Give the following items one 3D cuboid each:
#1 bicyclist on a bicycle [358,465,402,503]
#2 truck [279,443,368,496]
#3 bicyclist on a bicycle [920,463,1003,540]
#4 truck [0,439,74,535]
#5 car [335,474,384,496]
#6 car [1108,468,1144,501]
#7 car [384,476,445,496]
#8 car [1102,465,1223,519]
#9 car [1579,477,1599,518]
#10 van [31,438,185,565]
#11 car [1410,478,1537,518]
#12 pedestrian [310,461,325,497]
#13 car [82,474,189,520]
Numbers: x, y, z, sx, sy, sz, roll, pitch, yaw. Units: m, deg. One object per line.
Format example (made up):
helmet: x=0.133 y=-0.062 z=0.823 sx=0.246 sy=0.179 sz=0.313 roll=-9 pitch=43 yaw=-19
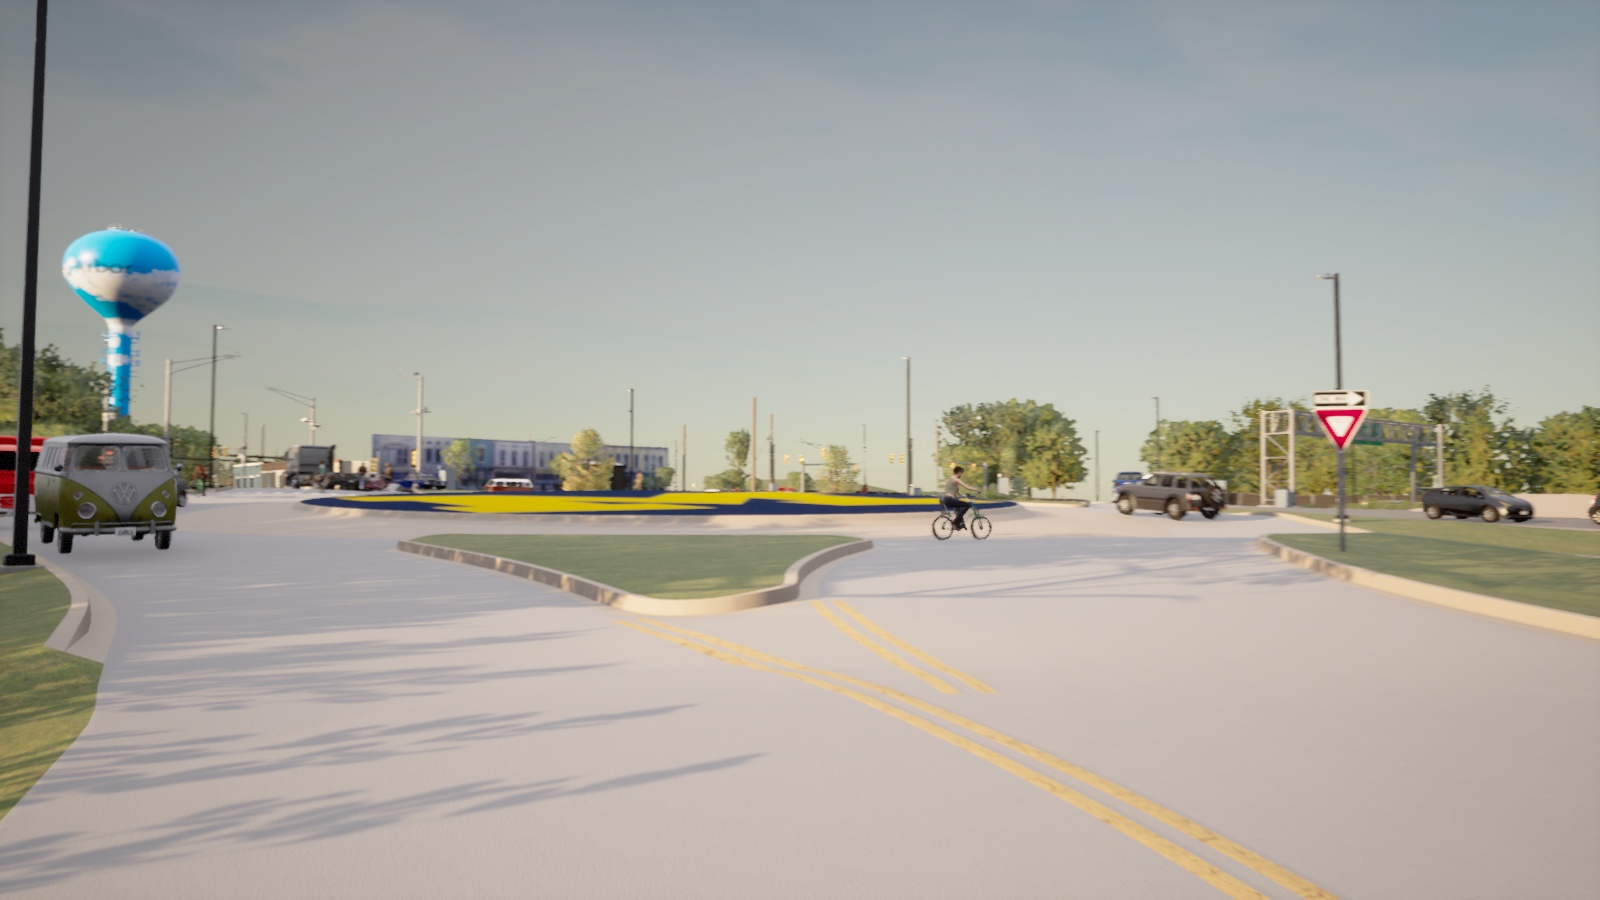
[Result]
bicyclist on a bicycle: x=-19.817 y=1.612 z=59.265 sx=0.659 sy=1.776 sz=1.843 roll=-3 pitch=-3 yaw=44
truck: x=-33.509 y=1.453 z=88.132 sx=2.891 sy=3.462 sz=7.936 roll=3 pitch=-4 yaw=-44
bicyclist on a bicycle: x=3.478 y=1.119 z=27.134 sx=1.509 sy=1.612 sz=0.866 roll=1 pitch=-5 yaw=-25
truck: x=-21.547 y=1.038 z=34.537 sx=2.627 sy=2.467 sz=5.204 roll=2 pitch=-3 yaw=-30
car: x=-31.933 y=2.557 z=91.004 sx=1.970 sy=1.475 sz=3.806 roll=3 pitch=-4 yaw=-42
car: x=21.413 y=2.278 z=82.381 sx=2.150 sy=2.045 sz=5.566 roll=-2 pitch=-3 yaw=16
car: x=-26.056 y=2.444 z=84.826 sx=1.895 sy=1.301 sz=4.718 roll=3 pitch=-3 yaw=-45
car: x=14.065 y=1.594 z=49.013 sx=1.932 sy=1.855 sz=4.605 roll=0 pitch=1 yaw=-26
car: x=33.635 y=1.930 z=50.078 sx=1.851 sy=1.617 sz=3.988 roll=1 pitch=-1 yaw=-29
van: x=-12.204 y=0.799 z=22.006 sx=1.775 sy=1.987 sz=4.442 roll=0 pitch=0 yaw=-37
car: x=28.280 y=1.978 z=52.901 sx=2.007 sy=1.525 sz=4.514 roll=0 pitch=-1 yaw=-21
pedestrian: x=-25.949 y=1.578 z=67.580 sx=0.692 sy=1.930 sz=0.396 roll=1 pitch=-4 yaw=-19
car: x=-24.795 y=1.717 z=47.002 sx=1.845 sy=1.501 sz=3.633 roll=0 pitch=1 yaw=5
